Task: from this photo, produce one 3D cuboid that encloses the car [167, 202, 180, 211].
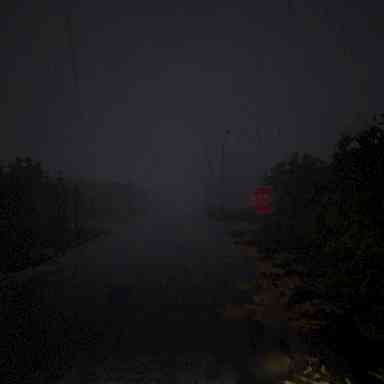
[{"bbox_3d":[-3.111,2.384,55.858,1.882,1.535,5.008,0,0,0],"label":"car"}]
